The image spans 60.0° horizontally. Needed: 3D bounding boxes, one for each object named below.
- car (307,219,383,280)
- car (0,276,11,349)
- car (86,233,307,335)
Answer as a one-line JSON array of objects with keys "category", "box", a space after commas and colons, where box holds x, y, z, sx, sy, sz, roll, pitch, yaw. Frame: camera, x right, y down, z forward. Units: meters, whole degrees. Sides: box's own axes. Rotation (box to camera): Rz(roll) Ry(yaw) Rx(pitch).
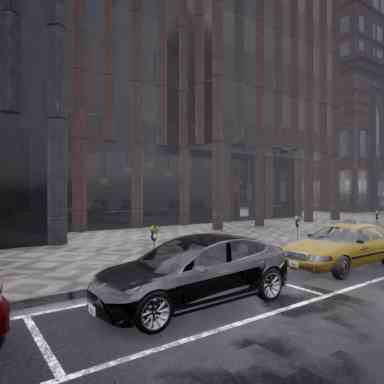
[{"category": "car", "box": [4.565, 1.526, 9.931, 4.829, 1.417, 1.752, 0, 0, -36]}, {"category": "car", "box": [-4.459, 1.545, 3.463, 4.507, 1.381, 1.887, 0, 0, -36]}, {"category": "car", "box": [0.122, 1.566, 6.747, 4.313, 1.339, 1.947, 0, 0, -36]}]
